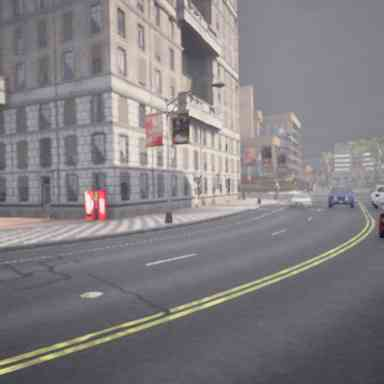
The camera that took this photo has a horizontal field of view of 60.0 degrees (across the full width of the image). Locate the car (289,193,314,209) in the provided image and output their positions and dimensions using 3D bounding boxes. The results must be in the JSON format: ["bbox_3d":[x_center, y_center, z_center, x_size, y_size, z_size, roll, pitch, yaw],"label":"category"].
[{"bbox_3d":[10.673,0.832,32.265,1.812,1.442,4.674,-1,1,26],"label":"car"}]

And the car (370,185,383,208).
[{"bbox_3d":[17.701,0.400,30.413,2.150,2.045,5.566,-1,1,25],"label":"car"}]

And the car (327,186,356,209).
[{"bbox_3d":[14.204,0.461,31.541,2.150,2.045,5.566,-1,1,26],"label":"car"}]

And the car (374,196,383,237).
[{"bbox_3d":[9.386,1.067,14.506,1.882,1.535,5.008,-1,1,35],"label":"car"}]
